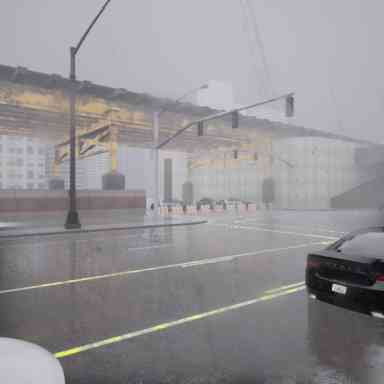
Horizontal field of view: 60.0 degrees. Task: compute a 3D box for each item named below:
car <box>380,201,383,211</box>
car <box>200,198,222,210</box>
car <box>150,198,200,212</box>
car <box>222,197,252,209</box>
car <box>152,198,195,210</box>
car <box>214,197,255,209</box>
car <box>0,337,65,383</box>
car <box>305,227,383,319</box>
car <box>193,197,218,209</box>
[{"bbox_3d":[24.243,1.491,39.771,4.902,1.511,2.128,0,0,-37],"label":"car"},{"bbox_3d":[1.712,1.453,39.957,2.038,1.542,4.974,0,0,18],"label":"car"},{"bbox_3d":[-2.010,1.453,37.240,4.974,1.542,2.038,0,0,8],"label":"car"},{"bbox_3d":[5.538,1.295,43.743,4.536,1.218,1.853,0,0,-7],"label":"car"},{"bbox_3d":[-2.061,1.295,37.246,4.536,1.218,1.853,0,0,8],"label":"car"},{"bbox_3d":[5.590,1.453,43.750,4.974,1.542,2.038,0,0,-7],"label":"car"},{"bbox_3d":[-3.038,1.526,1.570,4.674,1.442,1.812,0,0,-36],"label":"car"},{"bbox_3d":[4.486,1.478,7.043,5.008,1.535,1.882,0,0,-36],"label":"car"},{"bbox_3d":[1.727,1.295,40.006,1.853,1.218,4.536,0,0,18],"label":"car"}]
